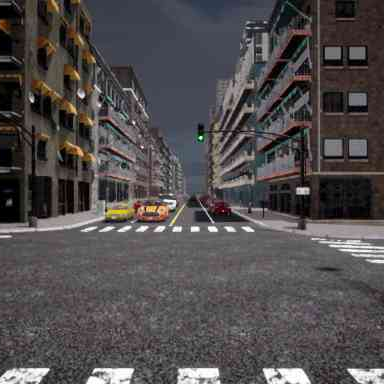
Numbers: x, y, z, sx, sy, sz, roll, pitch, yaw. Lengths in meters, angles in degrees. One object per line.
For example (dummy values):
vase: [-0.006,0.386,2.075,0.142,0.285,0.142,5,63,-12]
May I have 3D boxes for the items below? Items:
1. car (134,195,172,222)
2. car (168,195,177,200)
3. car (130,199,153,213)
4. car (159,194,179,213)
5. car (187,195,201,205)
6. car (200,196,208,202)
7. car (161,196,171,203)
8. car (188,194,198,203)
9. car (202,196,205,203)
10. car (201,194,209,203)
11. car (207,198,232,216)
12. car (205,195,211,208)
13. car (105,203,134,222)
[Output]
car: [-3.024,1.358,26.556,2.097,1.767,4.553,0,0,0]
car: [-5.438,1.588,92.734,2.008,1.369,4.403,1,0,0]
car: [-5.583,1.554,37.500,1.887,1.381,4.507,1,0,0]
car: [-2.992,1.228,38.021,2.150,2.045,5.566,0,0,1]
car: [0.155,1.523,57.792,1.837,1.490,4.892,0,0,0]
car: [2.914,1.596,81.652,1.947,1.339,4.313,1,0,0]
car: [-5.496,1.569,70.641,1.887,1.381,4.507,1,0,0]
car: [0.181,1.375,68.184,2.097,1.767,4.553,0,0,0]
car: [2.826,1.596,48.511,1.802,1.307,4.206,1,0,0]
car: [2.887,1.339,70.606,2.192,1.841,5.009,1,0,0]
car: [2.783,1.553,31.941,1.887,1.381,4.507,1,0,0]
car: [2.798,1.450,37.464,1.967,1.590,4.097,1,0,0]
car: [-5.612,1.532,26.284,1.752,1.417,4.829,1,0,0]
